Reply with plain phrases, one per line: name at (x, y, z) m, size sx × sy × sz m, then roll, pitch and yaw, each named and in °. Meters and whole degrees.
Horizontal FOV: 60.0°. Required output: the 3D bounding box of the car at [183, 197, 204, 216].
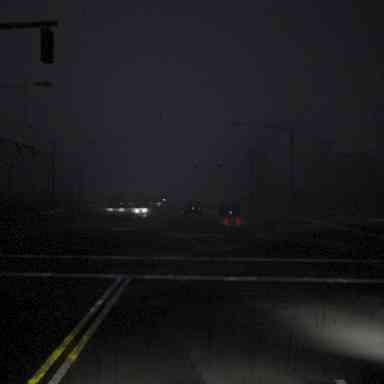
car at (0.102, 1.549, 32.765) m, size 2.033 × 1.411 × 5.357 m, roll 0°, pitch 0°, yaw 0°

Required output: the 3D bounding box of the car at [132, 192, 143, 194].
car at (-10.522, 0.961, 63.294) m, size 2.150 × 2.045 × 5.566 m, roll 0°, pitch 1°, yaw 1°

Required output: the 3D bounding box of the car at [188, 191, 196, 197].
car at (0.005, 0.604, 90.565) m, size 2.033 × 1.411 × 5.357 m, roll 0°, pitch 1°, yaw 0°

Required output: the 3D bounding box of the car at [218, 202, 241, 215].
car at (3.600, 1.600, 33.171) m, size 1.895 × 1.301 × 4.718 m, roll 0°, pitch 0°, yaw 0°

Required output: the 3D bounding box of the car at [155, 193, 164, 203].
car at (-7.016, 1.200, 64.444) m, size 1.882 × 1.535 × 5.008 m, roll 0°, pitch 1°, yaw 0°

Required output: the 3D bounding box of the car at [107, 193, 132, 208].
car at (-10.575, 1.147, 47.920) m, size 2.150 × 2.045 × 5.566 m, roll 0°, pitch 0°, yaw 0°

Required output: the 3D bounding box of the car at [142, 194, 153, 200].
car at (-10.496, 1.062, 78.588) m, size 1.895 × 1.301 × 4.718 m, roll 0°, pitch 1°, yaw 0°

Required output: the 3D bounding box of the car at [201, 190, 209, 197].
car at (3.505, 0.420, 90.532) m, size 2.097 × 1.767 × 4.553 m, roll 0°, pitch 1°, yaw 0°

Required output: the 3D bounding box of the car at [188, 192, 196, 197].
car at (0.004, 0.777, 80.530) m, size 2.097 × 1.767 × 4.553 m, roll 0°, pitch 1°, yaw 0°

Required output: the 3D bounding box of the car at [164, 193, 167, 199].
car at (-6.996, 1.002, 78.843) m, size 2.033 × 1.411 × 5.357 m, roll 0°, pitch 1°, yaw 0°

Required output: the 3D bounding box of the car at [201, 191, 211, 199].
car at (3.504, 0.945, 80.564) m, size 1.812 × 1.442 × 4.674 m, roll 0°, pitch 1°, yaw 0°

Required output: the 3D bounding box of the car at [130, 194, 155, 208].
car at (-7.077, 1.414, 47.741) m, size 2.128 × 1.511 × 4.902 m, roll 0°, pitch 1°, yaw 0°
